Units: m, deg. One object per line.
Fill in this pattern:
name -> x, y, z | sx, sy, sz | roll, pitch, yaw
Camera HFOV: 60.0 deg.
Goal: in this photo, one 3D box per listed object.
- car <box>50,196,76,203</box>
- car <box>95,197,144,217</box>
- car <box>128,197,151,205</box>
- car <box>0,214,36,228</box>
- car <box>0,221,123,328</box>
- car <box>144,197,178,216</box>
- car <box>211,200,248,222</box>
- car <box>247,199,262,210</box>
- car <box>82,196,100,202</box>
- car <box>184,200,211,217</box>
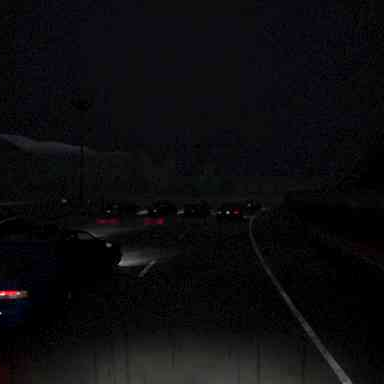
car -> -21.397, 1.436, 55.241 | 1.837, 1.490, 4.892 | 0, 0, 21
car -> -6.604, 1.464, 30.979 | 2.128, 1.511, 4.902 | 0, 0, 13
car -> -9.094, 1.520, 57.799 | 1.994, 1.385, 4.181 | 0, 0, 23
car -> -6.262, 1.473, 11.142 | 2.128, 1.511, 4.902 | 0, 0, 5
car -> -3.089, 1.538, 7.356 | 2.033, 1.411, 5.357 | 0, 0, 4
car -> -2.724, 1.472, 32.150 | 2.128, 1.511, 4.902 | 0, 0, 14
car -> 3.121, 1.543, 26.533 | 2.033, 1.411, 5.357 | 0, 0, 12
car -> 7.632, 1.562, 42.324 | 1.994, 1.385, 4.181 | 0, 0, 19
car -> -16.936, 1.444, 57.111 | 1.837, 1.490, 4.892 | 0, 0, 22
car -> 0.642, 1.466, 31.239 | 1.882, 1.535, 5.008 | 0, 0, 14
